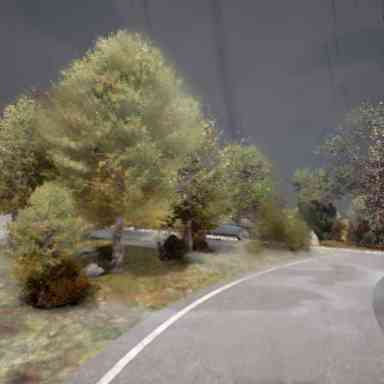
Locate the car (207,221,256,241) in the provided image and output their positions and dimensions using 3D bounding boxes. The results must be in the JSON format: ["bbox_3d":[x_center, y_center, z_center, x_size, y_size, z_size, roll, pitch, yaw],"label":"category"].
[{"bbox_3d":[2.144,2.431,22.100,4.181,1.385,1.994,6,-7,2],"label":"car"}]
